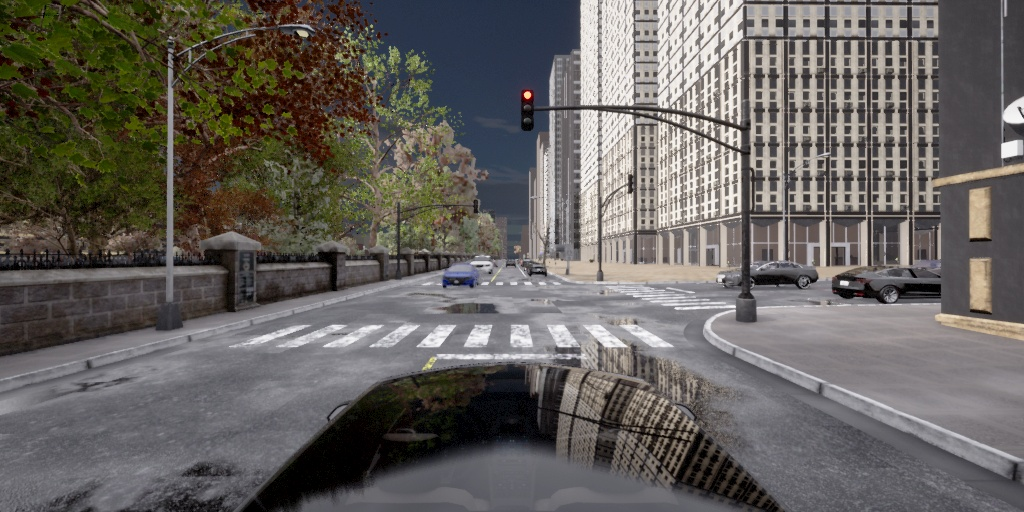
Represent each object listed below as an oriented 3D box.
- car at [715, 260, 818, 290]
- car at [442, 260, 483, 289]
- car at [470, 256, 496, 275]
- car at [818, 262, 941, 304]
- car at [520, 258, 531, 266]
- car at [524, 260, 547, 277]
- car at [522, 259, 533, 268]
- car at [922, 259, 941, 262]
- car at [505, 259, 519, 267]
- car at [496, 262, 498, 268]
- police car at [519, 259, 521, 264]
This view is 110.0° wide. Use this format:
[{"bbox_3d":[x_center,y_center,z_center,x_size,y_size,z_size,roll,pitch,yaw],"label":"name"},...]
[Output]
[{"bbox_3d":[13.656,0.993,19.349,4.902,1.511,2.128,-1,0,0],"label":"car"},{"bbox_3d":[-3.202,1.234,23.100,1.882,1.535,5.008,0,0,0],"label":"car"},{"bbox_3d":[-3.288,0.987,39.498,2.150,2.045,5.566,0,0,-1],"label":"car"},{"bbox_3d":[14.630,1.026,13.555,4.313,1.339,1.948,0,0,-1],"label":"car"},{"bbox_3d":[2.465,1.339,47.342,1.948,1.339,4.313,0,0,0],"label":"car"},{"bbox_3d":[2.521,1.330,36.077,1.948,1.339,4.313,0,0,0],"label":"car"},{"bbox_3d":[2.493,1.334,41.709,1.948,1.339,4.313,0,0,0],"label":"car"},{"bbox_3d":[23.474,0.881,19.442,5.357,1.411,2.033,-1,0,-1],"label":"car"},{"bbox_3d":[-0.213,1.298,65.109,1.837,1.490,4.892,0,0,0],"label":"car"},{"bbox_3d":[-3.359,1.312,59.713,1.812,1.442,4.674,0,0,0],"label":"car"},{"bbox_3d":[2.824,1.217,64.501,1.930,1.638,5.238,0,0,0],"label":"police car"}]
